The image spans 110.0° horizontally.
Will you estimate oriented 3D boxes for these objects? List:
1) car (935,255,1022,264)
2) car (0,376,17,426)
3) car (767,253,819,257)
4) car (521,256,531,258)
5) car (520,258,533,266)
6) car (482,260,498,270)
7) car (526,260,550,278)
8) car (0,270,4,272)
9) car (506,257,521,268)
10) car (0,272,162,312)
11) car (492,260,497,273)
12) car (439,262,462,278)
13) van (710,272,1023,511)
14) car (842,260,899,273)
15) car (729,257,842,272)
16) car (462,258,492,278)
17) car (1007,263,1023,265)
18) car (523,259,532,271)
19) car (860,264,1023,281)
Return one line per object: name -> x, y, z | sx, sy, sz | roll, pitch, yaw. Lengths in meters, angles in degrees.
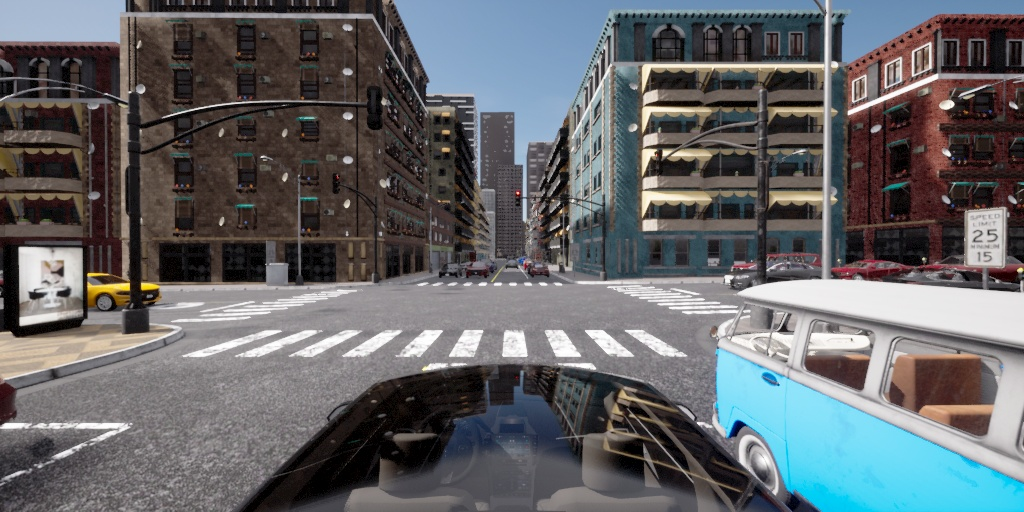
car -> 23.942, 0.718, 18.828 | 4.553, 1.767, 2.097 | -1, 0, 0
car -> -5.692, 1.332, 1.737 | 1.802, 1.307, 4.207 | 0, 0, 0
car -> 15.725, 0.779, 21.341 | 5.009, 1.841, 2.192 | 0, 0, -1
car -> 2.999, 1.220, 64.909 | 1.801, 1.575, 5.366 | 0, 0, 0
car -> 2.572, 1.301, 50.720 | 1.888, 1.381, 4.507 | 0, 0, 0
car -> -3.201, 1.321, 52.957 | 1.994, 1.385, 4.181 | 0, 0, 1
car -> 2.612, 1.332, 34.150 | 1.802, 1.307, 4.207 | 0, 0, 0
car -> -30.307, 1.572, 21.031 | 4.097, 1.591, 1.967 | 0, 0, -1
car -> -0.038, 1.324, 59.181 | 1.994, 1.385, 4.181 | 0, 0, 0
car -> -17.909, 1.476, 15.222 | 5.008, 1.535, 1.882 | -1, 0, -1
car -> -3.195, 1.105, 43.030 | 2.097, 1.767, 4.553 | 0, 0, 0
car -> -5.770, 1.316, 34.142 | 1.948, 1.339, 4.313 | 0, 0, 0
van -> 2.689, 1.091, 1.756 | 1.690, 1.789, 3.998 | 0, 0, 0
car -> 21.296, 0.929, 21.395 | 4.507, 1.381, 1.888 | 0, 0, -1
car -> 13.689, 1.006, 18.723 | 4.902, 1.511, 2.128 | -1, 0, -1
car -> -3.176, 1.227, 33.849 | 1.882, 1.535, 5.008 | 0, 0, 0
car -> 21.337, 1.032, 13.014 | 4.207, 1.307, 1.802 | 0, 0, -1
car -> 2.599, 1.317, 39.674 | 1.948, 1.339, 4.313 | 0, 0, 0
car -> 15.767, 1.096, 12.961 | 4.313, 1.339, 1.948 | 0, 0, -1
